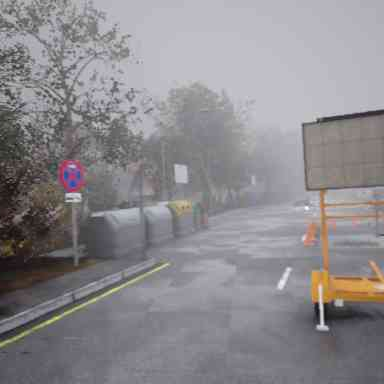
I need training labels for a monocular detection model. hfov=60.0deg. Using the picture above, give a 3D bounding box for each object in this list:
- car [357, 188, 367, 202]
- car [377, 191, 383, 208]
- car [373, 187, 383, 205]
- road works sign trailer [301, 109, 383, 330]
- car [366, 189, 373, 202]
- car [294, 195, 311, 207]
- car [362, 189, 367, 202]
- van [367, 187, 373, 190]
[{"bbox_3d":[22.471,0.518,38.649,5.366,1.575,1.946,-3,0,2],"label":"car"},{"bbox_3d":[16.936,0.740,24.756,4.674,1.452,2.002,-3,0,2],"label":"car"},{"bbox_3d":[18.106,0.534,27.525,4.553,1.767,2.185,-3,0,2],"label":"car"},{"bbox_3d":[3.412,0.309,6.188,2.380,3.560,2.880,-4,-1,22],"label":"road works sign trailer"},{"bbox_3d":[19.222,0.624,30.315,5.008,1.535,2.097,-3,-1,2],"label":"car"},{"bbox_3d":[14.517,1.125,43.691,2.033,1.411,5.357,-4,-1,23],"label":"car"},{"bbox_3d":[21.522,0.589,35.859,4.674,1.452,2.002,-3,0,2],"label":"car"},{"bbox_3d":[20.479,0.355,33.087,4.442,1.987,1.878,-3,-1,2],"label":"van"}]
